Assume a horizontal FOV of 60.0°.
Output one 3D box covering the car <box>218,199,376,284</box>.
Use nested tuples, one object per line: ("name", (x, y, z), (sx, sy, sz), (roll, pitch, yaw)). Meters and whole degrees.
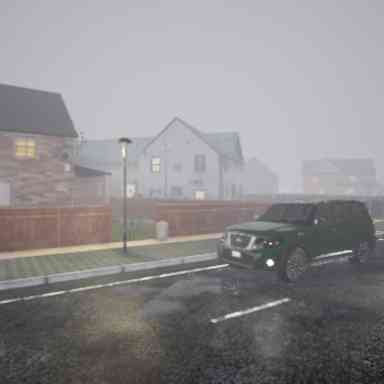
("car", (3.378, 1.249, 10.086), (5.566, 2.045, 2.150), (0, 0, -36))
